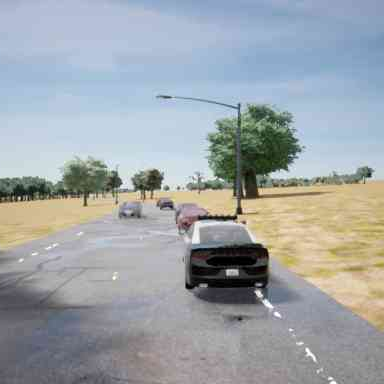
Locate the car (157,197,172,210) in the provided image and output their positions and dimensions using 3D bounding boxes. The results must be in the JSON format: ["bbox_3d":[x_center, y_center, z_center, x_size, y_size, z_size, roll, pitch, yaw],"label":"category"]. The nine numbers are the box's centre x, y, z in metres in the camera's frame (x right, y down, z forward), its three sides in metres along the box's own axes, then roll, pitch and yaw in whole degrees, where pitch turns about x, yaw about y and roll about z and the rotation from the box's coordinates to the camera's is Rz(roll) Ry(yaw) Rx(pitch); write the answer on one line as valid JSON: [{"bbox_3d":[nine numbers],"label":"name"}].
[{"bbox_3d":[-3.536,1.705,46.160,1.837,1.490,4.892,0,-1,-7],"label":"car"}]

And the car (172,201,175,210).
[{"bbox_3d":[-0.363,1.577,25.325,1.837,1.490,4.892,0,0,-5],"label":"car"}]

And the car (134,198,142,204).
[{"bbox_3d":[-13.945,2.377,86.034,1.882,1.535,5.008,0,-1,-12],"label":"car"}]

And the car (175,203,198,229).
[{"bbox_3d":[0.098,1.579,19.308,1.812,1.442,4.674,0,0,-4],"label":"car"}]

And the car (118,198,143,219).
[{"bbox_3d":[-5.465,1.575,29.852,2.128,1.511,4.902,0,0,-5],"label":"car"}]

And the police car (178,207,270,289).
[{"bbox_3d":[0.695,1.447,9.378,1.930,1.638,5.238,0,0,-3],"label":"police car"}]
